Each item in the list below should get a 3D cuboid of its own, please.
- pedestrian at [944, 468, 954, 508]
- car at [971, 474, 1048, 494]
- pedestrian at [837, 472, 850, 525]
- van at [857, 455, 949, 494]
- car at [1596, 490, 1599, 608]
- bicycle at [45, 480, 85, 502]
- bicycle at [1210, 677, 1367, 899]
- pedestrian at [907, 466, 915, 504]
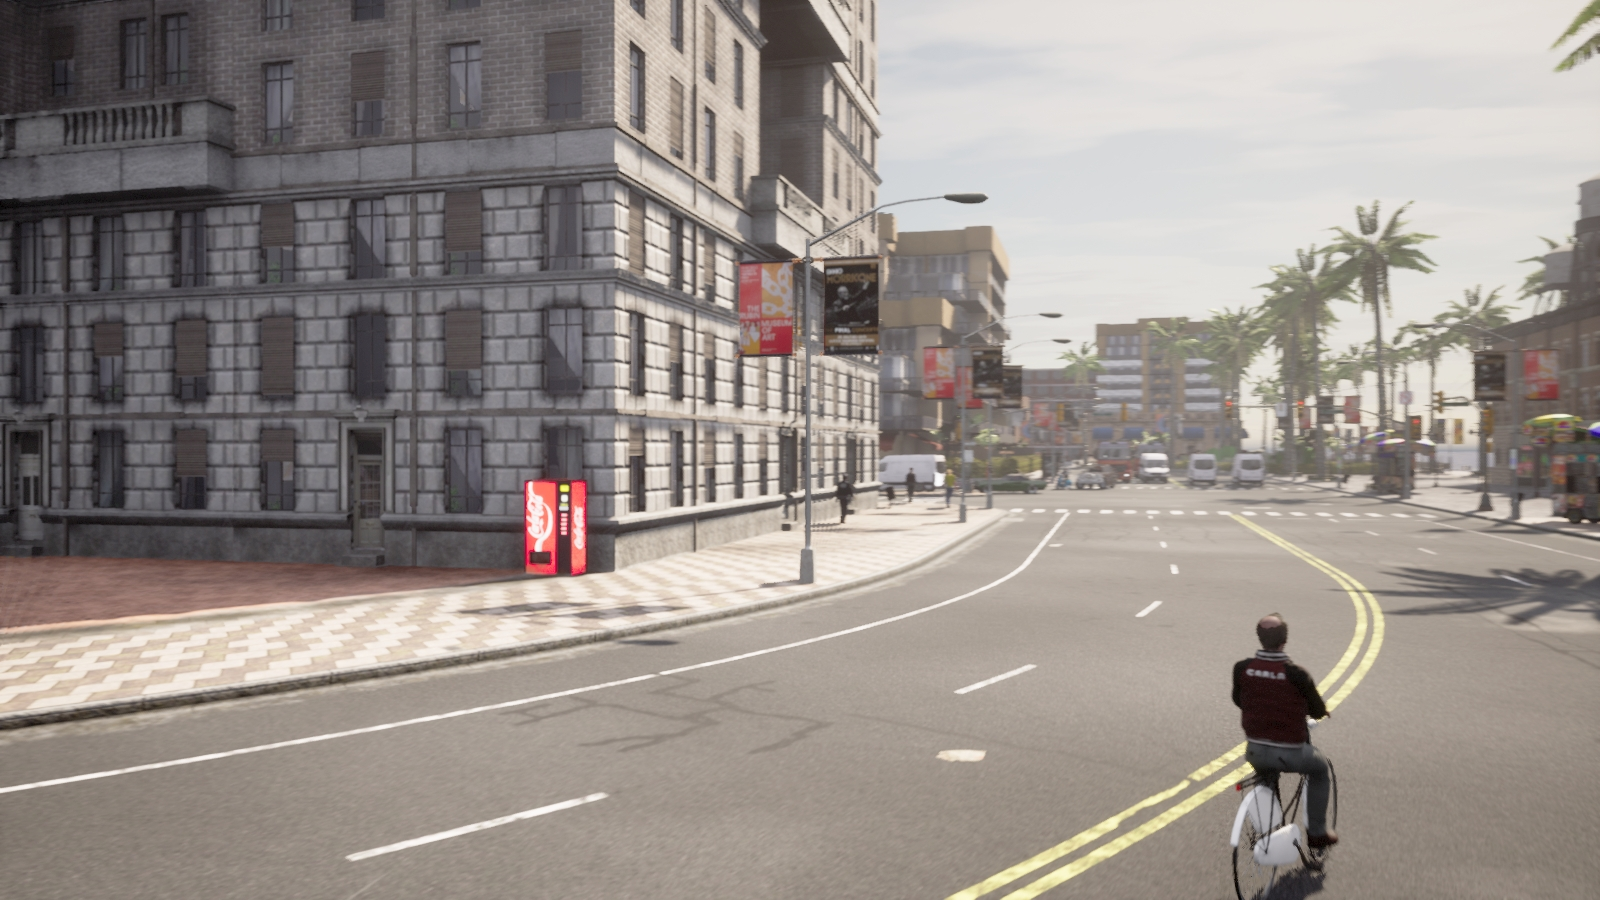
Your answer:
[{"bbox_3d":[6.855,1.747,52.601,0.375,1.860,0.375,0,0,-2],"label":"pedestrian"},{"bbox_3d":[13.708,2.225,74.926,4.718,1.301,1.895,0,0,-2],"label":"car"},{"bbox_3d":[1.568,1.739,41.015,0.375,1.860,0.375,0,0,16],"label":"pedestrian"},{"bbox_3d":[6.959,1.612,77.657,5.915,2.561,1.988,0,0,31],"label":"van"},{"bbox_3d":[14.064,1.762,17.342,2.390,2.098,6.274,0,0,27],"label":"car"},{"bbox_3d":[-42.062,2.339,65.392,1.835,1.171,0.329,0,-7,-41],"label":"bicycle"},{"bbox_3d":[3.201,2.216,7.393,0.329,1.171,1.835,-1,0,43],"label":"bicycle"},{"bbox_3d":[5.557,1.755,57.188,0.375,1.860,0.375,0,0,7],"label":"pedestrian"}]
